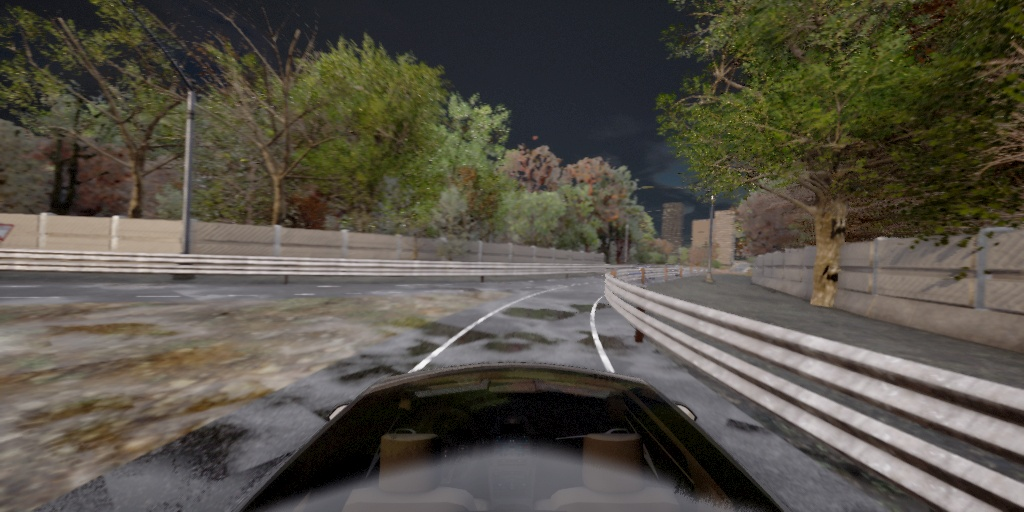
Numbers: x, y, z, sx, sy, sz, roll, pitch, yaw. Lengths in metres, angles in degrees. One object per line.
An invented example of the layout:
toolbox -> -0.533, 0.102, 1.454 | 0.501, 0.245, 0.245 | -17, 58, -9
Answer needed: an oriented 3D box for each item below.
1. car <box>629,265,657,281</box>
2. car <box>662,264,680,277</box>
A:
car -> 13.719, 1.727, 37.398 | 1.882, 1.535, 5.008 | 3, 1, 34
car -> 23.198, 1.973, 51.750 | 2.097, 1.767, 4.553 | 3, 0, 34
